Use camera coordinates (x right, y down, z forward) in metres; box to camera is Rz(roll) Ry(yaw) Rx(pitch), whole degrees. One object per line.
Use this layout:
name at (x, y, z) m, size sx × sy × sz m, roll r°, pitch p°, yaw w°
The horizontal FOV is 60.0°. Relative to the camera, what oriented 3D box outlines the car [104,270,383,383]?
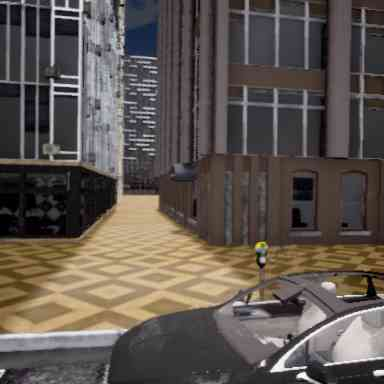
car at (1.379, 1.538, 3.294) m, size 4.403 × 1.369 × 2.008 m, roll 1°, pitch 0°, yaw -9°
